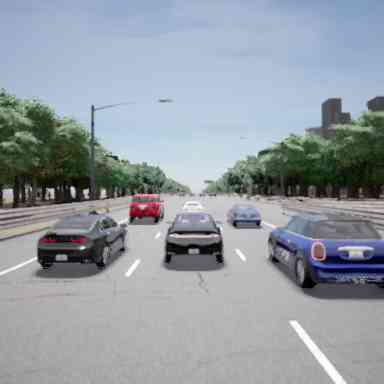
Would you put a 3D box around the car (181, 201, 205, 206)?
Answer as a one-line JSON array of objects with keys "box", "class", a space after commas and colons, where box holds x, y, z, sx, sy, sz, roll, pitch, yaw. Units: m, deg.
[{"box": [0.073, 1.492, 28.037, 1.812, 1.442, 4.674, 0, 0, 0], "class": "car"}]

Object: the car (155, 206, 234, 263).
[{"box": [0.070, 1.491, 12.004, 2.128, 1.511, 4.902, 0, 0, 0], "class": "car"}]

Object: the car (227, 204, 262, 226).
[{"box": [3.542, 1.532, 23.222, 2.033, 1.411, 5.357, 0, 0, 0], "class": "car"}]

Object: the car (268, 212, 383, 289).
[{"box": [3.553, 1.352, 9.290, 2.097, 1.767, 4.553, 0, 0, 1], "class": "car"}]

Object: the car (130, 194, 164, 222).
[{"box": [-3.436, 1.200, 25.949, 2.150, 2.045, 5.566, 0, 1, 0], "class": "car"}]

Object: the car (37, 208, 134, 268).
[{"box": [-3.435, 1.503, 11.218, 1.837, 1.490, 4.892, 0, 0, 0], "class": "car"}]
